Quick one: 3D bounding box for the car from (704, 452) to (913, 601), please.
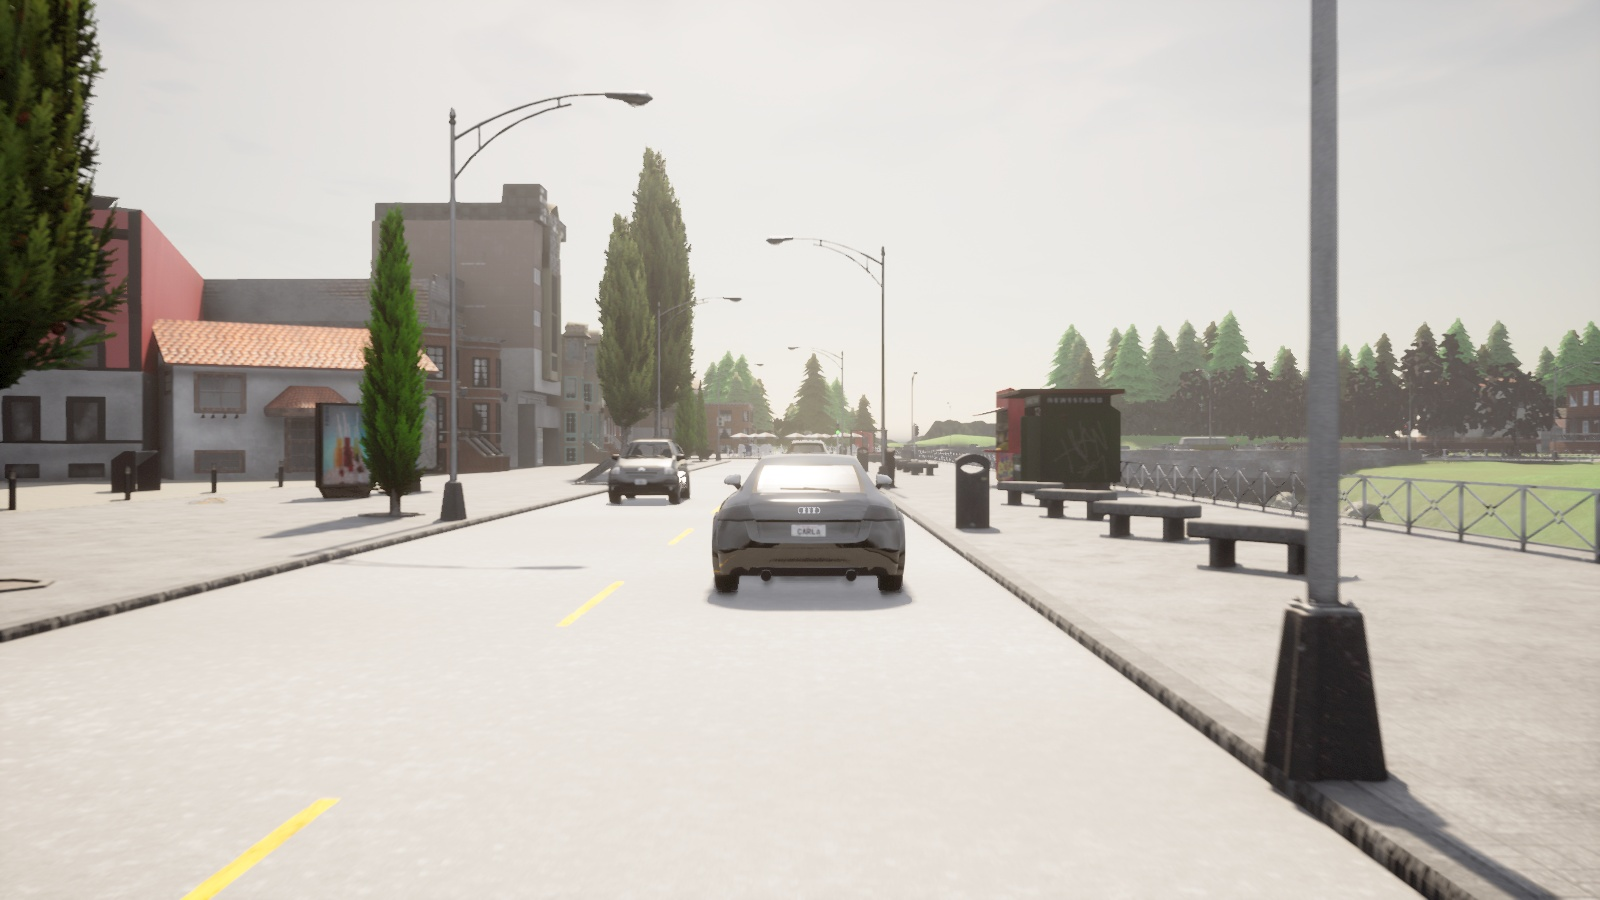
[{"bbox_3d":[0.093,0.731,14.076,1.994,1.385,4.181,0,0,0],"label":"car"}]

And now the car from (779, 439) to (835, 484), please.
[{"bbox_3d":[0.282,0.405,48.251,2.033,1.649,4.856,0,0,0],"label":"car"}]

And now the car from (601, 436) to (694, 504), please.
[{"bbox_3d":[-3.807,0.461,31.974,1.851,1.617,3.988,0,0,0],"label":"car"}]
